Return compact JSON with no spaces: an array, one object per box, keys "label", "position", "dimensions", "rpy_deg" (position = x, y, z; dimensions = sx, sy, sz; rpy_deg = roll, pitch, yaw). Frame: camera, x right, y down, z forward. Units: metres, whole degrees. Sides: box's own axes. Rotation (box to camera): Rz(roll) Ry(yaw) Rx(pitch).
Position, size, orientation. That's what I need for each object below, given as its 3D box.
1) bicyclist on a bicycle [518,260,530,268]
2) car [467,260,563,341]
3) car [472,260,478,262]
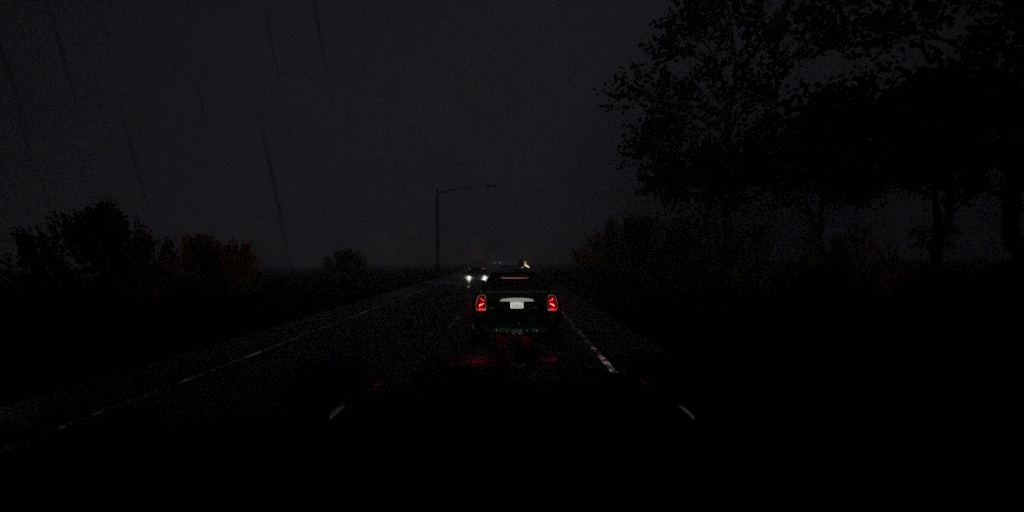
[{"label":"bicyclist on a bicycle","position":[0.960,1.177,25.791],"dimensions":[0.866,1.612,1.509],"rpy_deg":[0,0,1]},{"label":"car","position":[0.108,1.099,9.968],"dimensions":[2.097,1.767,4.553],"rpy_deg":[0,0,0]},{"label":"car","position":[-3.652,1.214,38.638],"dimensions":[1.882,1.535,5.008],"rpy_deg":[0,0,0]}]
